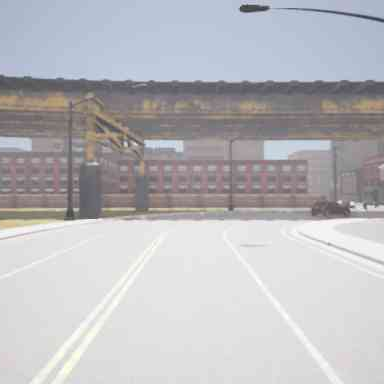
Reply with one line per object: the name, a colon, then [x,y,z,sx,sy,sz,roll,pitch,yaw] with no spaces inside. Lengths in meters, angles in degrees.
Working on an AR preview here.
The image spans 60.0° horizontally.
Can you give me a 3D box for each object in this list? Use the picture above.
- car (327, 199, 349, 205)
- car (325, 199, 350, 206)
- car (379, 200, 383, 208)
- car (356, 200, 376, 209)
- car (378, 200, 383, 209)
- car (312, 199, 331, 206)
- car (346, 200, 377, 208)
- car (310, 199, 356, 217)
car: [33.980,2.312,77.491,1.853,1.218,4.536,1,-1,-34]
car: [33.951,2.470,77.532,2.038,1.542,4.974,1,-1,-34]
car: [32.505,2.029,55.817,1.853,1.218,4.536,0,-1,31]
car: [29.445,2.214,57.942,2.038,1.542,4.974,0,-1,-29]
car: [32.478,2.186,55.770,2.038,1.542,4.974,0,-1,31]
car: [29.942,2.460,76.798,4.974,1.542,2.038,1,-1,-39]
car: [29.419,2.057,57.989,1.853,1.218,4.536,0,-1,-29]
car: [15.792,1.849,37.829,4.553,1.767,2.097,0,-1,-23]
